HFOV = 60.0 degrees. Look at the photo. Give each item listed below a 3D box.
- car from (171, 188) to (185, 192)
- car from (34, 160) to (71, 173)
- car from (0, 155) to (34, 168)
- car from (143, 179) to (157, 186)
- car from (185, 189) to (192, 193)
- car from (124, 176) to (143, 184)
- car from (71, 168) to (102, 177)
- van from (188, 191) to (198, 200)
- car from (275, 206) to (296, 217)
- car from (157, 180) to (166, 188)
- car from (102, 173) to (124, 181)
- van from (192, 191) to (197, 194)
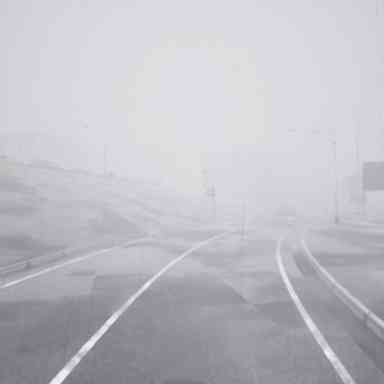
[{"bbox_3d":[-3.735,-0.175,75.360,2.002,1.452,4.674,-1,-4,16],"label":"car"},{"bbox_3d":[-16.952,-2.771,38.839,2.185,1.767,4.553,-1,-4,25],"label":"car"},{"bbox_3d":[-19.265,-2.950,33.824,2.097,1.535,5.008,-2,-4,26],"label":"car"},{"bbox_3d":[-8.722,-1.494,59.525,2.185,1.767,4.553,-1,-4,20],"label":"car"},{"bbox_3d":[-2.290,0.257,80.694,2.002,1.452,4.674,-1,-5,15],"label":"car"},{"bbox_3d":[-10.631,-1.709,54.225,2.231,1.521,4.892,-1,-4,21],"label":"car"},{"bbox_3d":[-14.676,-2.298,44.077,2.163,1.488,4.792,-1,-4,23],"label":"car"},{"bbox_3d":[0.338,0.937,91.572,1.878,1.987,4.442,-1,-5,13],"label":"van"},{"bbox_3d":[12.333,2.591,43.691,1.994,1.385,4.181,-2,-3,30],"label":"car"},{"bbox_3d":[-6.918,-1.255,64.834,2.435,2.045,5.566,-1,-4,19],"label":"car"},{"bbox_3d":[-12.581,-1.978,49.173,2.002,1.452,4.674,-1,-4,22],"label":"car"},{"bbox_3d":[-0.890,0.458,86.192,1.878,1.987,4.442,-1,-5,14],"label":"van"}]
